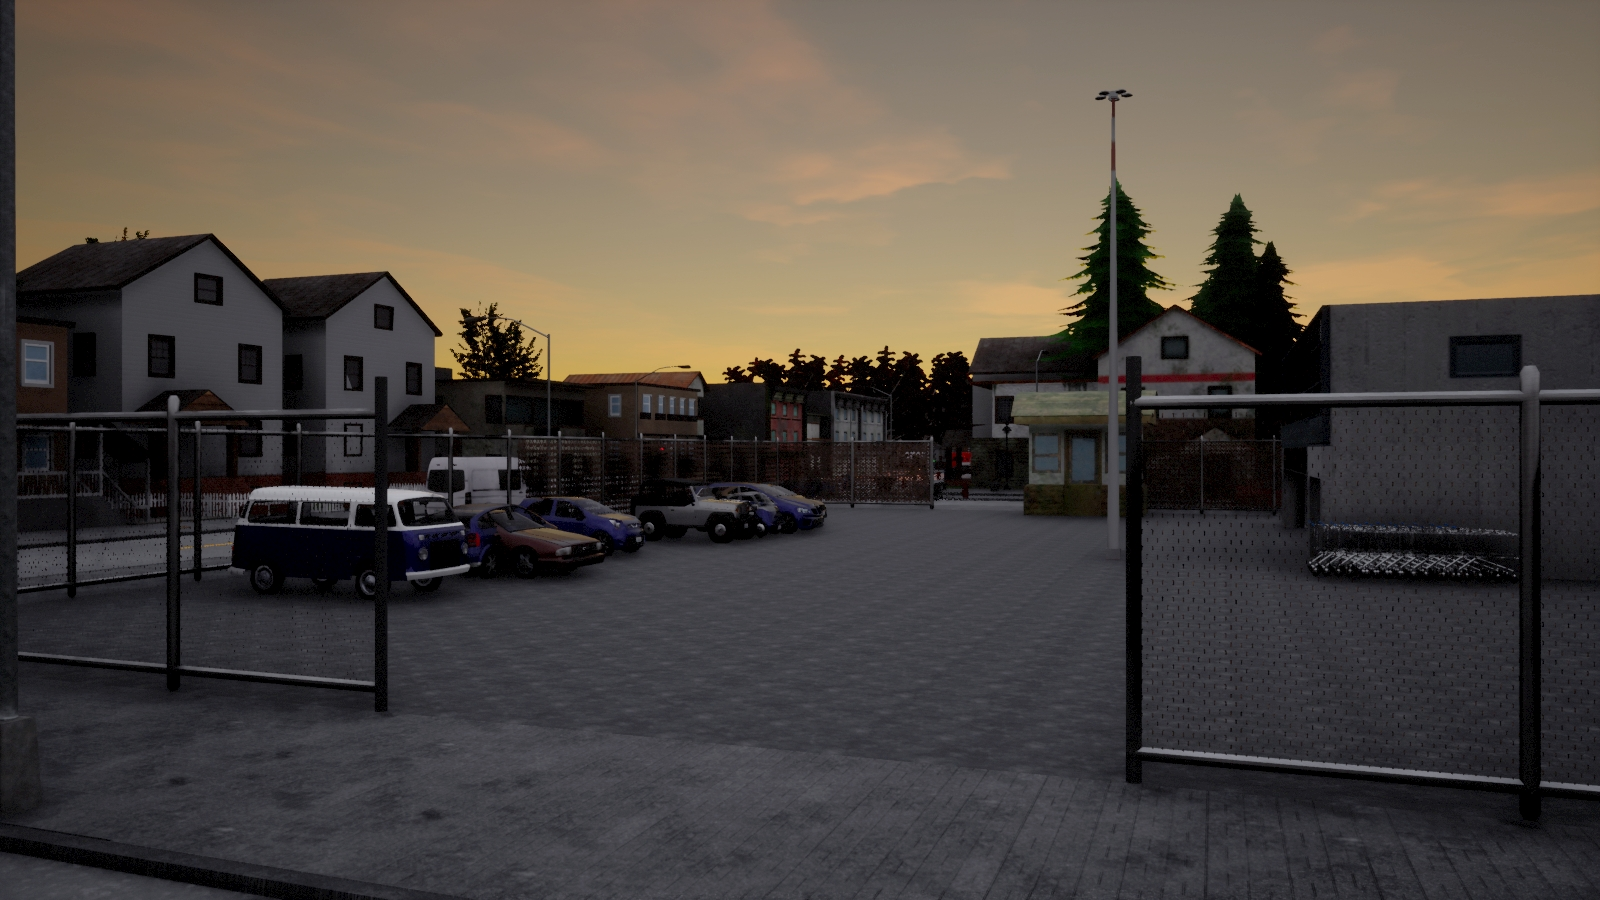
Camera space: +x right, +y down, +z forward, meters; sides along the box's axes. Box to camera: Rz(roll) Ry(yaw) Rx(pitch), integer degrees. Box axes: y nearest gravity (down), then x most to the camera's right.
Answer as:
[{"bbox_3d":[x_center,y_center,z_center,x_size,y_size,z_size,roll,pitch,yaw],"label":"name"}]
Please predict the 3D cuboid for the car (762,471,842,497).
[{"bbox_3d":[0.136,1.903,64.886,4.181,1.385,1.994,0,0,16],"label":"car"}]

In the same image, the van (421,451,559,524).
[{"bbox_3d":[-11.617,1.319,43.358,1.988,2.561,5.915,0,0,20],"label":"van"}]

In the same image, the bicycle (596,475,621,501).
[{"bbox_3d":[-9.887,1.941,58.959,0.373,1.296,1.643,1,1,25],"label":"bicycle"}]

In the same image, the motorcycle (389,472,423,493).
[{"bbox_3d":[-23.965,1.970,69.439,1.805,1.236,0.856,0,0,19],"label":"motorcycle"}]

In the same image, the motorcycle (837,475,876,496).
[{"bbox_3d":[3.166,1.996,63.960,2.033,1.145,0.803,0,0,20],"label":"motorcycle"}]
